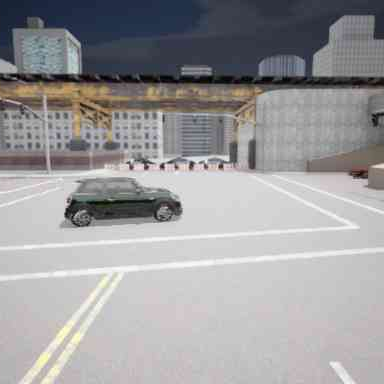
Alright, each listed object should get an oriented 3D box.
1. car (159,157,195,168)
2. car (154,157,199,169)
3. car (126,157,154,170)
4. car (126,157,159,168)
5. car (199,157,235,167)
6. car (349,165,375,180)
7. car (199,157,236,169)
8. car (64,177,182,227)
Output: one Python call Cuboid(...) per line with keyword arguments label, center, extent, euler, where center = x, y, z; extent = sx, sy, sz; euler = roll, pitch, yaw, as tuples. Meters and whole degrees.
Cuboid(label="car", center=(-1.926, -3.960, 44.221), extent=(4.536, 1.218, 1.853), euler=(-6, 9, -36))
Cuboid(label="car", center=(-1.968, -3.800, 44.211), extent=(4.974, 1.542, 2.038), euler=(-6, 9, -36))
Cuboid(label="car", center=(-6.576, -3.803, 44.238), extent=(4.974, 1.542, 2.038), euler=(7, 11, 44))
Cuboid(label="car", center=(-6.614, -3.964, 44.252), extent=(4.536, 1.218, 1.853), euler=(7, 11, 44))
Cuboid(label="car", center=(3.359, -4.059, 44.954), extent=(4.536, 1.218, 1.853), euler=(4, 9, 29))
Cuboid(label="car", center=(17.175, -1.865, 30.837), extent=(4.718, 1.301, 1.895), euler=(0, 8, -1))
Cuboid(label="car", center=(3.405, -3.900, 44.950), extent=(4.974, 1.542, 2.038), euler=(4, 9, 29))
Cuboid(label="car", center=(-2.712, 0.198, 13.417), extent=(4.553, 1.767, 2.097), euler=(-2, 7, -15))
